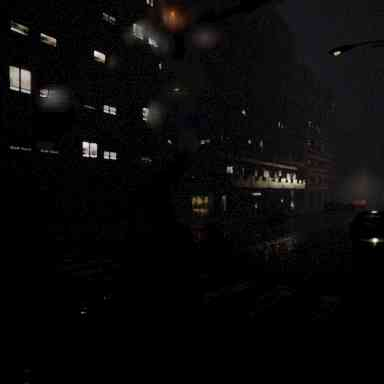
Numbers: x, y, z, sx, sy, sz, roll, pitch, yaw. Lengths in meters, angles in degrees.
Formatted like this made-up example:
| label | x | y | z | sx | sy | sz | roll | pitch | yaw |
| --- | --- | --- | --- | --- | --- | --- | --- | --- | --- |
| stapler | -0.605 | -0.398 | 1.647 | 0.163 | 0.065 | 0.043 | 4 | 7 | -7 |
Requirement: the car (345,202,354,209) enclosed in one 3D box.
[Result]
| label | x | y | z | sx | sy | sz | roll | pitch | yaw |
| --- | --- | --- | --- | --- | --- | --- | --- | --- | --- |
| car | 22.720 | 2.359 | 50.575 | 1.967 | 1.590 | 4.097 | -2 | -2 | 35 |

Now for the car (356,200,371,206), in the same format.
| label | x | y | z | sx | sy | sz | roll | pitch | yaw |
| --- | --- | --- | --- | --- | --- | --- | --- | --- | --- |
| car | 32.511 | 2.499 | 64.411 | 2.192 | 1.841 | 5.009 | -2 | -2 | 35 |

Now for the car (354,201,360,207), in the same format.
| label | x | y | z | sx | sy | sz | roll | pitch | yaw |
| --- | --- | --- | --- | --- | --- | --- | --- | --- | --- |
| car | 25.985 | 2.552 | 55.183 | 1.887 | 1.381 | 4.507 | -2 | -2 | 35 |

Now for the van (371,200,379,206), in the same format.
| label | x | y | z | sx | sy | sz | roll | pitch | yaw |
| --- | --- | --- | --- | --- | --- | --- | --- | --- | --- |
| van | 45.531 | 2.880 | 82.880 | 1.690 | 1.788 | 3.998 | -2 | -2 | 35 |

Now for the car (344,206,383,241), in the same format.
| label | x | y | z | sx | sy | sz | roll | pitch | yaw |
| --- | --- | --- | --- | --- | --- | --- | --- | --- | --- |
| car | 9.923 | 1.749 | 18.109 | 1.967 | 1.590 | 4.097 | -2 | -2 | 35 |

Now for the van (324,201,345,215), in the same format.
| label | x | y | z | sx | sy | sz | roll | pitch | yaw |
| --- | --- | --- | --- | --- | --- | --- | --- | --- | --- |
| van | 19.455 | 2.172 | 45.966 | 1.690 | 1.788 | 3.998 | -2 | -2 | 35 |

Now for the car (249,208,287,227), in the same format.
| label | x | y | z | sx | sy | sz | roll | pitch | yaw |
| --- | --- | --- | --- | --- | --- | --- | --- | --- | --- |
| car | 6.302 | 2.000 | 27.379 | 1.752 | 1.417 | 4.829 | -2 | -2 | 35 |
